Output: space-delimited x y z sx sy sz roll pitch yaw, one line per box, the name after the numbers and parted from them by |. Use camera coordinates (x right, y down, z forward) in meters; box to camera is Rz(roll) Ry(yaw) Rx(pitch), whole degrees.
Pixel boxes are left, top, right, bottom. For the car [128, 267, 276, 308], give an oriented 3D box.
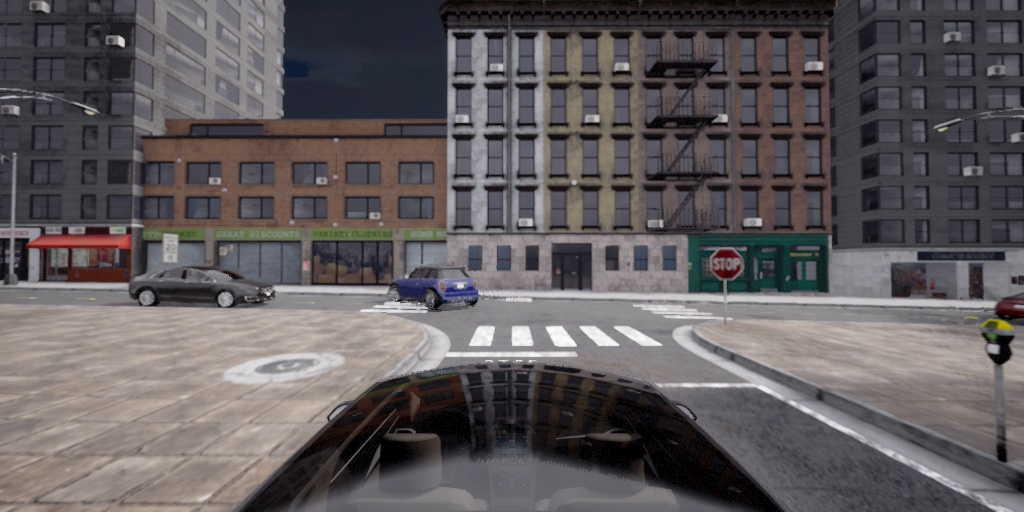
-11.894 1.185 13.961 4.892 1.490 1.837 1 -1 0 | car

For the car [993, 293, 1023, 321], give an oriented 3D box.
21.658 1.982 13.847 4.181 1.385 1.994 1 -1 0 | car

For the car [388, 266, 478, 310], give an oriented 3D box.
-3.550 1.227 15.737 2.097 1.767 4.553 2 -1 -45 | car
